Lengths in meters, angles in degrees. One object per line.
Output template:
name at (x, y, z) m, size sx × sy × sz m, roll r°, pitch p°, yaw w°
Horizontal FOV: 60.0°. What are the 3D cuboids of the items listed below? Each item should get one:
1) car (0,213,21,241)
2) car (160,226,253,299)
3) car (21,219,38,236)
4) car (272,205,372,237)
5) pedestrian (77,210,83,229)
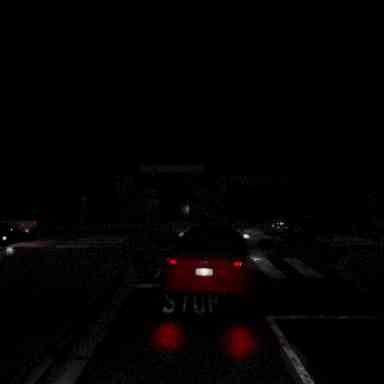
car at (-10.705, 1.633, 14.387) m, size 5.357 × 1.411 × 2.033 m, roll -1°, pitch -1°, yaw 1°
car at (0.534, 1.564, 8.591) m, size 1.994 × 1.385 × 4.181 m, roll 0°, pitch 0°, yaw 8°
car at (-10.789, 1.745, 17.330) m, size 4.718 × 1.301 × 1.895 m, roll -1°, pitch -1°, yaw 0°
car at (6.649, 1.474, 17.254) m, size 4.892 × 1.490 × 1.837 m, roll -1°, pitch -1°, yaw 0°
pedestrian at (-6.815, 1.678, 20.224) m, size 0.500 × 1.100 × 0.500 m, roll 0°, pitch -1°, yaw 0°
